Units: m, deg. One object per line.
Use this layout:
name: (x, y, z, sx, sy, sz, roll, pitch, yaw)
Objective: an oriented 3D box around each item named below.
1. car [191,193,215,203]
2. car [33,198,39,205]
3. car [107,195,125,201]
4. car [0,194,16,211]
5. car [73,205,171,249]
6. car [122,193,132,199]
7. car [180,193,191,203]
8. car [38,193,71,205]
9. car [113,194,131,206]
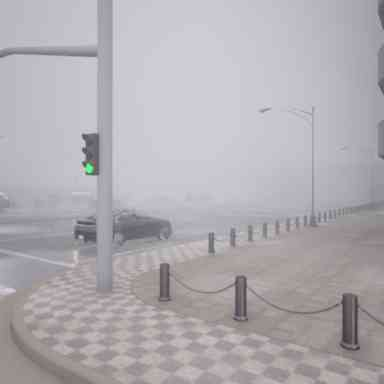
car: (2.403, 1.177, 64.203, 1.932, 1.855, 4.605, 0, 0, 36)
car: (-28.391, 1.364, 65.058, 1.784, 1.438, 3.905, 0, 0, 36)
car: (-18.123, 1.395, 79.189, 1.970, 1.475, 3.806, 0, 0, 36)
car: (-25.930, 1.408, 44.614, 1.970, 1.475, 3.806, 0, 0, 36)
car: (-2.906, 1.538, 14.962, 2.128, 1.511, 4.902, 0, 0, 36)
car: (-15.789, 1.159, 77.475, 1.905, 1.878, 3.866, 0, 0, 36)
car: (0.095, 1.177, 65.951, 1.905, 1.878, 3.866, 0, 0, 36)
car: (-26.087, 1.156, 63.301, 1.932, 1.855, 4.605, 0, 0, 36)
car: (-12.376, 1.413, 53.426, 1.970, 1.475, 3.806, 0, 0, 36)
